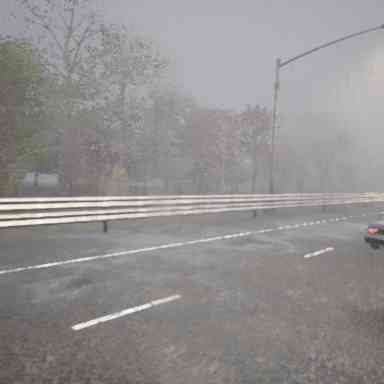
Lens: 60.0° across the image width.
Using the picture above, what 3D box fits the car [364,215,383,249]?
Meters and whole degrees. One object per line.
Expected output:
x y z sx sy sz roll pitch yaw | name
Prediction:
7.999 1.330 12.110 2.033 1.411 5.357 5 3 44 | car
